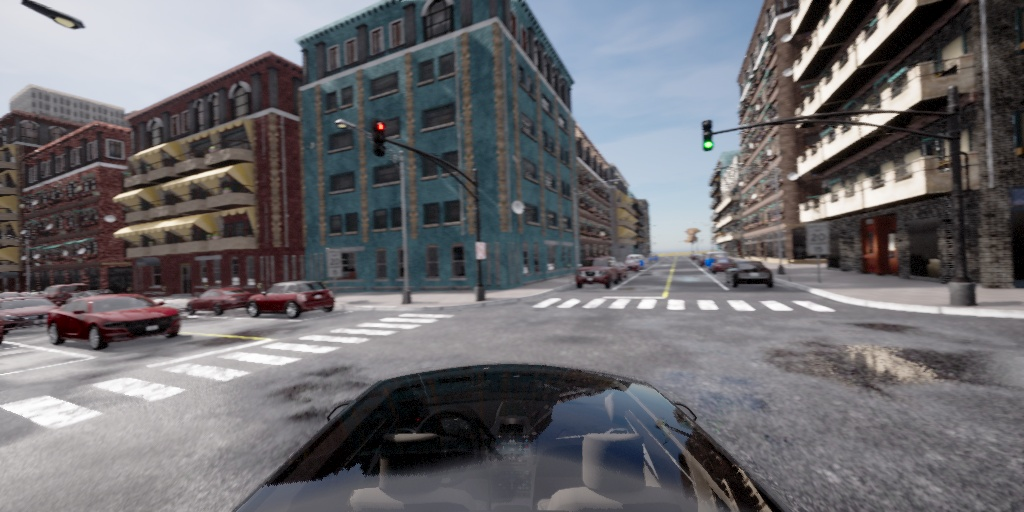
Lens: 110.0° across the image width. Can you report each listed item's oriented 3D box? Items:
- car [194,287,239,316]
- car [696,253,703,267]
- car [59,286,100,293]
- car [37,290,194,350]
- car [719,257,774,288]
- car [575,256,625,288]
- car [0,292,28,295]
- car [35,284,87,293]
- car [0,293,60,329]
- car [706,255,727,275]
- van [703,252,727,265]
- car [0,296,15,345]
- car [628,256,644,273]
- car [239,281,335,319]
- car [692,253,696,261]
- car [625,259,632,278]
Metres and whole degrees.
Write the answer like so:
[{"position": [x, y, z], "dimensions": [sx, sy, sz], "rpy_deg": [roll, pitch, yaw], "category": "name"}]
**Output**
[{"position": [-15.119, 2.313, 18.756], "dimensions": [4.207, 1.307, 1.802], "rpy_deg": [0, 0, 25], "category": "car"}, {"position": [24.285, 0.446, 44.452], "dimensions": [1.967, 1.591, 4.097], "rpy_deg": [0, 0, 25], "category": "car"}, {"position": [-30.154, 3.149, 25.851], "dimensions": [4.313, 1.339, 1.948], "rpy_deg": [0, 0, 25], "category": "car"}, {"position": [-13.082, 2.016, 11.795], "dimensions": [5.008, 1.535, 1.882], "rpy_deg": [-3, -1, 24], "category": "car"}, {"position": [12.640, 0.909, 19.255], "dimensions": [1.948, 1.339, 4.313], "rpy_deg": [0, 0, 25], "category": "car"}, {"position": [5.494, 0.965, 22.561], "dimensions": [2.192, 1.841, 5.009], "rpy_deg": [0, 0, 25], "category": "car"}, {"position": [-38.248, 3.484, 26.881], "dimensions": [5.008, 1.535, 1.882], "rpy_deg": [-3, -1, 26], "category": "car"}, {"position": [-35.165, 3.182, 28.218], "dimensions": [5.009, 1.841, 2.192], "rpy_deg": [0, 0, 25], "category": "car"}, {"position": [-21.504, 2.542, 15.769], "dimensions": [4.674, 1.442, 1.812], "rpy_deg": [-3, -1, 25], "category": "car"}, {"position": [17.298, 0.791, 29.334], "dimensions": [1.802, 1.307, 4.207], "rpy_deg": [0, 0, 25], "category": "car"}, {"position": [19.628, 0.483, 34.373], "dimensions": [1.690, 1.789, 3.998], "rpy_deg": [0, 0, 25], "category": "van"}, {"position": [-18.463, 2.250, 11.615], "dimensions": [4.097, 1.591, 1.967], "rpy_deg": [0, 0, 25], "category": "car"}, {"position": [12.481, 0.994, 37.680], "dimensions": [1.888, 1.381, 4.507], "rpy_deg": [0, 0, 25], "category": "car"}, {"position": [-10.106, 1.886, 16.393], "dimensions": [4.097, 1.591, 1.967], "rpy_deg": [0, 0, 25], "category": "car"}, {"position": [28.943, 0.421, 54.532], "dimensions": [2.007, 1.370, 4.403], "rpy_deg": [0, 0, 25], "category": "car"}, {"position": [7.823, 1.129, 27.600], "dimensions": [1.888, 1.381, 4.507], "rpy_deg": [0, 0, 25], "category": "car"}]
